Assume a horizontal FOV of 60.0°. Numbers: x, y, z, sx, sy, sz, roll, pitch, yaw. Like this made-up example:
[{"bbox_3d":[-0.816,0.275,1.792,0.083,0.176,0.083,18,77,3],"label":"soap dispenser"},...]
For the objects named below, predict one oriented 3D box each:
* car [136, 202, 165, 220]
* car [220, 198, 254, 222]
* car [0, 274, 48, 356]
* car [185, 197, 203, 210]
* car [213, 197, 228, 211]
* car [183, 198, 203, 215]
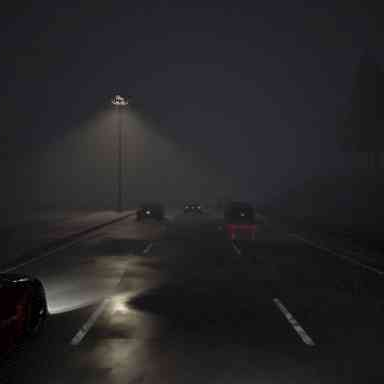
[{"bbox_3d":[-3.400,1.559,27.809,1.994,1.385,4.181,0,0,0],"label":"car"},{"bbox_3d":[3.600,1.473,26.078,1.882,1.535,5.008,0,0,0],"label":"car"},{"bbox_3d":[-3.403,1.563,3.894,1.994,1.385,4.181,0,0,0],"label":"car"},{"bbox_3d":[0.332,1.484,44.081,2.128,1.511,4.902,0,0,2],"label":"car"},{"bbox_3d":[3.702,1.345,40.562,2.097,1.767,4.553,0,0,1],"label":"car"},{"bbox_3d":[0.104,1.541,34.310,2.033,1.411,5.357,0,0,0],"label":"car"}]
